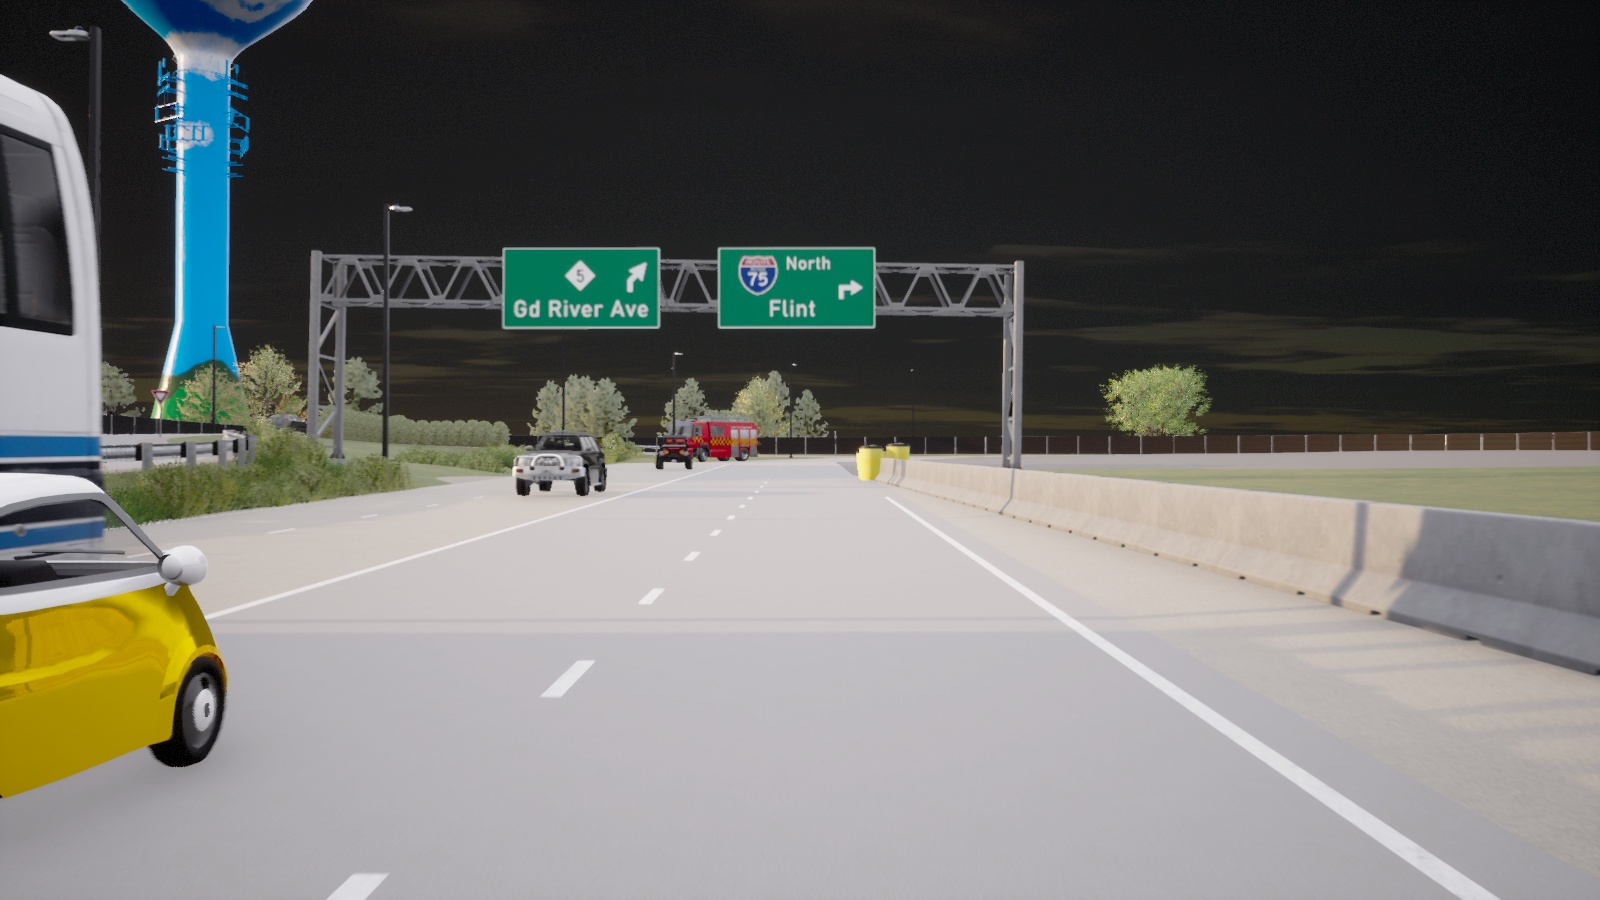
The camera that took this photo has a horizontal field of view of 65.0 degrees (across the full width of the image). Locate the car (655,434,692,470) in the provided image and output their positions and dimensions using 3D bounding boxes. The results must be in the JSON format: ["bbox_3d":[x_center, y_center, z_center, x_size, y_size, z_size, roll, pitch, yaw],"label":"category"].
[{"bbox_3d":[-6.880,0.107,68.676,1.905,1.878,3.866,0,0,-4],"label":"car"}]

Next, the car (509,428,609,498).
[{"bbox_3d":[-6.777,0.339,35.786,1.932,1.855,4.605,0,0,0],"label":"car"}]

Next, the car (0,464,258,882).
[{"bbox_3d":[-3.455,0.770,5.167,1.481,1.376,2.207,0,1,0],"label":"car"}]

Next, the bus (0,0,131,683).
[{"bbox_3d":[-6.959,-0.660,4.175,3.944,4.253,10.273,0,0,0],"label":"bus"}]
